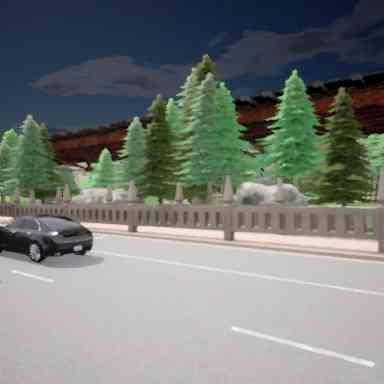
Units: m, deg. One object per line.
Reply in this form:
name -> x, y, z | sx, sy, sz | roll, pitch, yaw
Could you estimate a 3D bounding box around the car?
car -> -5.713, 1.597, 12.363 | 4.892, 1.490, 1.837 | 0, 0, 36
